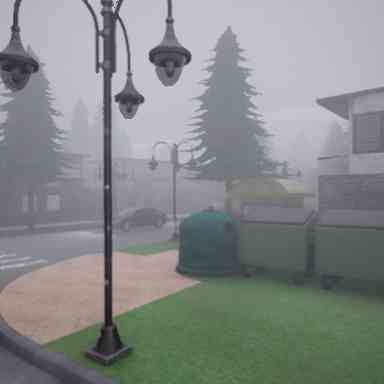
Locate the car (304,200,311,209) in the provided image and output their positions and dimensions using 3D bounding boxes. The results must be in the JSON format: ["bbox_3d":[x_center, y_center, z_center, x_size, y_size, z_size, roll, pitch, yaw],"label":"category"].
[{"bbox_3d":[10.593,1.591,35.612,4.553,1.767,2.097,0,0,-32],"label":"car"}]

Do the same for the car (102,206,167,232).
[{"bbox_3d":[-3.813,1.773,22.674,1.837,1.490,4.892,-1,0,40],"label":"car"}]

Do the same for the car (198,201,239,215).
[{"bbox_3d":[2.537,1.611,29.327,4.553,1.767,2.097,0,0,-42],"label":"car"}]
